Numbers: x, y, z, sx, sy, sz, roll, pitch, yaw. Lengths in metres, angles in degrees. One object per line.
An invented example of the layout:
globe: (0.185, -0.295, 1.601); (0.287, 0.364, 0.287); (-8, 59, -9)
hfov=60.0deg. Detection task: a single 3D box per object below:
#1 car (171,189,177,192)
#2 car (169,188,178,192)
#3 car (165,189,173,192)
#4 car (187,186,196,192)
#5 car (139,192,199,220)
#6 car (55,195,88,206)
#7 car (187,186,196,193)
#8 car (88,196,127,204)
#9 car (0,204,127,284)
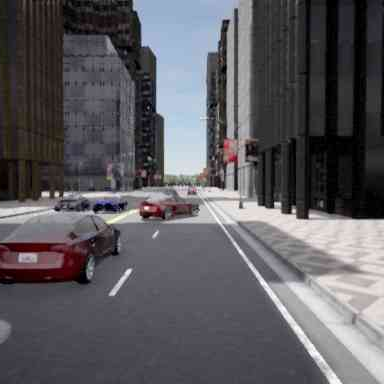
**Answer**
car: (-3.267, 0.632, 41.929); (1.895, 1.301, 4.718); (0, 1, 0)
car: (-3.271, 0.204, 52.891); (2.033, 1.649, 4.856); (0, 1, 0)
car: (-3.262, 0.789, 30.929); (2.163, 1.488, 4.792); (0, 1, 0)
car: (-0.010, -0.050, 67.454); (1.812, 1.442, 4.674); (0, 1, 0)
car: (-1.457, 0.985, 22.410); (2.163, 1.488, 4.792); (1, 2, 35)
car: (-9.856, 0.921, 27.812); (1.994, 1.385, 4.181); (0, 1, 0)
car: (-0.033, -0.597, 82.097); (2.097, 1.767, 4.553); (0, 1, 0)
car: (-6.609, 0.976, 27.022); (1.895, 1.301, 4.718); (0, 1, 0)
car: (-3.254, 1.295, 8.935); (2.163, 1.488, 4.792); (0, 1, 0)
